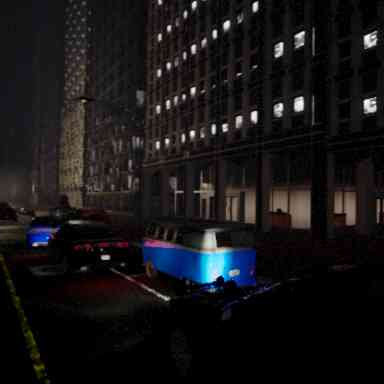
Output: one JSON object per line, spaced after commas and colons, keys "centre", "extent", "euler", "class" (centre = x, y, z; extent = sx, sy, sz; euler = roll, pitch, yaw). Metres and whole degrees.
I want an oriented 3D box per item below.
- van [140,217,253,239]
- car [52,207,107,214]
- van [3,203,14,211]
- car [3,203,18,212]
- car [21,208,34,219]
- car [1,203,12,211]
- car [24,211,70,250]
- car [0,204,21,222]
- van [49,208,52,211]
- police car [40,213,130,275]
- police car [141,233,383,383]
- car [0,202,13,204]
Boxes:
{"centre": [-0.026, 1.641, 9.132], "extent": [1.690, 1.788, 3.998], "euler": [1, -2, -32], "class": "van"}
{"centre": [-6.103, 1.853, 18.736], "extent": [2.192, 1.841, 5.009], "euler": [1, -2, -32], "class": "car"}
{"centre": [-39.525, 3.189, 71.557], "extent": [1.690, 1.788, 3.998], "euler": [1, -2, -32], "class": "van"}
{"centre": [-36.487, 3.045, 66.756], "extent": [2.192, 1.841, 5.009], "euler": [1, -2, -32], "class": "car"}
{"centre": [-21.295, 2.686, 42.739], "extent": [2.008, 1.369, 4.403], "euler": [1, -2, -32], "class": "car"}
{"centre": [-42.563, 3.407, 76.356], "extent": [1.967, 1.590, 4.097], "euler": [1, -2, -32], "class": "car"}
{"centre": [-7.333, 1.943, 16.864], "extent": [1.882, 1.535, 5.008], "euler": [1, -2, -26], "class": "car"}
{"centre": [-19.747, 2.394, 35.332], "extent": [1.882, 1.535, 5.008], "euler": [2, -2, -32], "class": "car"}
{"centre": [-9.141, 1.999, 23.537], "extent": [1.690, 1.788, 3.998], "euler": [1, -2, -32], "class": "van"}
{"centre": [-3.915, 1.772, 11.943], "extent": [1.930, 1.638, 5.238], "euler": [2, -2, -32], "class": "police car"}
{"centre": [1.431, 1.562, 3.494], "extent": [1.930, 1.638, 5.238], "euler": [2, -2, -32], "class": "police car"}
{"centre": [-26.554, 2.404, 46.051], "extent": [2.150, 2.045, 5.566], "euler": [2, -2, -32], "class": "car"}
